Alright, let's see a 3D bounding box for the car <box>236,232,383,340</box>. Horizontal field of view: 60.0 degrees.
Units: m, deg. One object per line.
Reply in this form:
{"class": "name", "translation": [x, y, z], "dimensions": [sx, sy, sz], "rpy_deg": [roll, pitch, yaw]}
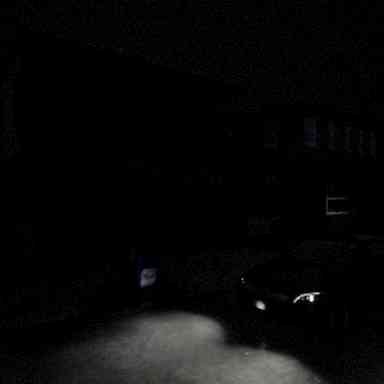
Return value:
{"class": "car", "translation": [3.000, 1.596, 6.786], "dimensions": [4.674, 1.442, 1.812], "rpy_deg": [1, -1, -36]}
